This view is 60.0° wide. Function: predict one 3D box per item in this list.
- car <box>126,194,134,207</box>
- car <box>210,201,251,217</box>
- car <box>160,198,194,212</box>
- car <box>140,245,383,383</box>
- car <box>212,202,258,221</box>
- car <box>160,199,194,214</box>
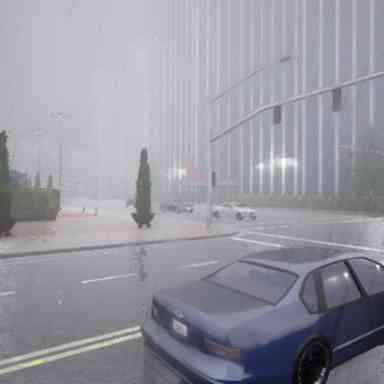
[{"bbox_3d":[-8.494,1.383,52.216,2.150,2.045,5.566,0,-1,-36],"label":"car"},{"bbox_3d":[4.003,1.723,34.914,1.994,1.385,4.181,0,0,-36],"label":"car"},{"bbox_3d":[-2.024,1.637,43.242,1.882,1.535,5.008,0,0,-36],"label":"car"},{"bbox_3d":[1.920,1.578,5.153,5.357,1.411,2.033,0,0,-35],"label":"car"},{"bbox_3d":[3.725,1.661,29.374,1.812,1.442,4.674,0,0,-36],"label":"car"},{"bbox_3d":[-1.727,1.627,36.862,2.128,1.511,4.902,0,0,-36],"label":"car"}]
